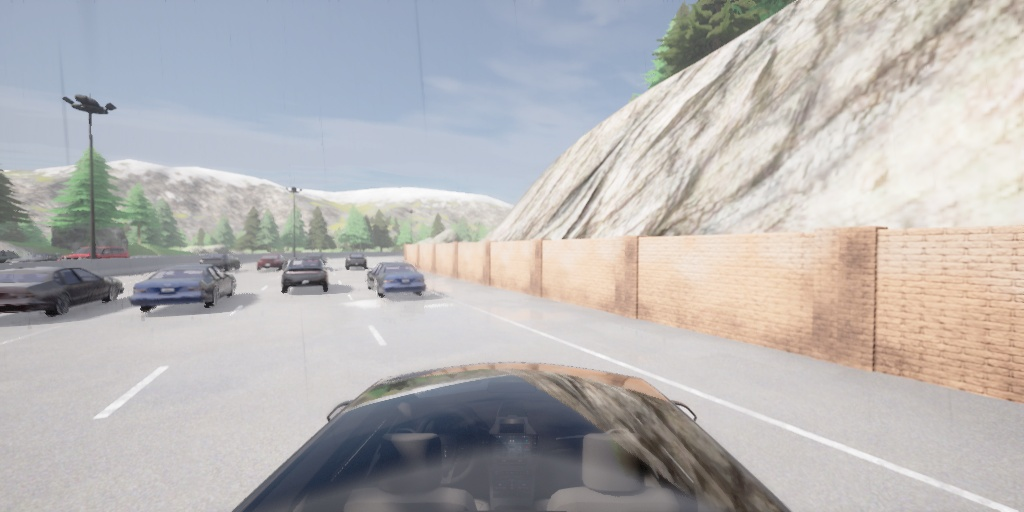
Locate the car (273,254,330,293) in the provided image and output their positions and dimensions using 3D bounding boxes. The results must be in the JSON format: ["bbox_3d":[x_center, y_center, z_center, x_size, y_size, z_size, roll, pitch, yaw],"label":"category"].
[{"bbox_3d":[-10.149,0.868,17.704,2.128,1.511,4.902,0,1,-29],"label":"car"}]

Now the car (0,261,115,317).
[{"bbox_3d":[-14.600,1.034,11.258,2.033,1.411,5.357,0,1,-29],"label":"car"}]

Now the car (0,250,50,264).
[{"bbox_3d":[-39.848,0.479,30.477,2.128,1.511,4.902,0,1,-19],"label":"car"}]

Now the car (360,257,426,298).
[{"bbox_3d":[-5.392,0.974,16.303,2.033,1.411,5.357,0,1,-29],"label":"car"}]

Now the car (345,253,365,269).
[{"bbox_3d":[-15.216,0.487,35.169,2.128,1.511,4.902,0,1,-23],"label":"car"}]

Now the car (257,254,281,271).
[{"bbox_3d":[-21.764,0.539,32.754,1.812,1.442,4.674,0,1,-23],"label":"car"}]

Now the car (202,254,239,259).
[{"bbox_3d":[-24.432,0.546,30.138,2.128,1.511,4.902,0,1,-24],"label":"car"}]

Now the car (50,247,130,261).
[{"bbox_3d":[-36.528,0.185,31.584,2.150,2.045,5.566,0,1,-19],"label":"car"}]

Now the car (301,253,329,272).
[{"bbox_3d":[-18.290,0.521,33.479,1.837,1.490,4.892,-1,2,-23],"label":"car"}]

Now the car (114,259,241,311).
[{"bbox_3d":[-11.537,1.013,12.953,2.033,1.411,5.357,0,1,-29],"label":"car"}]
